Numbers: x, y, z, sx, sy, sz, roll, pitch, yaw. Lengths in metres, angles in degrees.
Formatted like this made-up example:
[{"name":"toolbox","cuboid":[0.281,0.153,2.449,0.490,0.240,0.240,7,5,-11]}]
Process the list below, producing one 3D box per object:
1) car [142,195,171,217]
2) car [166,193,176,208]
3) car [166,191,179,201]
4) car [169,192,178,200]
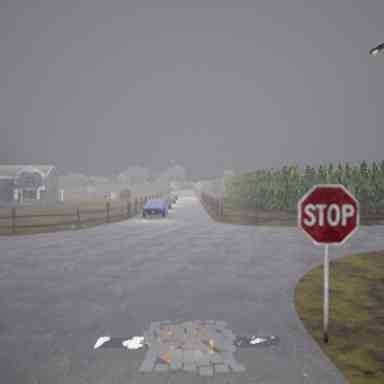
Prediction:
[{"name":"car","cuboid":[-3.173,1.324,29.307,1.882,1.535,5.008,0,1,-1]},{"name":"car","cuboid":[-3.279,1.248,39.140,2.033,1.411,5.357,0,1,-1]},{"name":"car","cuboid":[-3.491,0.690,60.062,2.128,1.511,4.902,0,2,0]},{"name":"car","cuboid":[-3.384,1.044,49.162,1.994,1.385,4.181,0,1,0]}]
